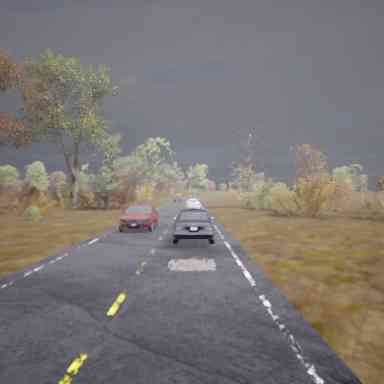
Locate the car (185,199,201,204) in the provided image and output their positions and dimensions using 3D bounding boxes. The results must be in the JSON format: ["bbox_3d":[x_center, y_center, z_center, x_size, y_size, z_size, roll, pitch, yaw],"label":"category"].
[{"bbox_3d":[0.112,1.510,39.526,1.812,1.442,4.674,0,0,0],"label":"car"}]

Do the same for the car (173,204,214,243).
[{"bbox_3d":[0.085,1.541,16.062,2.033,1.411,5.357,0,0,0],"label":"car"}]

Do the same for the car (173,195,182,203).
[{"bbox_3d":[-2.969,1.508,69.226,1.837,1.490,4.892,0,0,-1],"label":"car"}]

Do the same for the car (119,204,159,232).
[{"bbox_3d":[-3.094,1.469,20.121,1.882,1.535,5.008,0,0,0],"label":"car"}]
